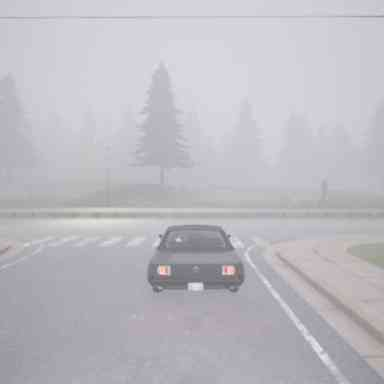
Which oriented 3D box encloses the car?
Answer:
[{"bbox_3d":[0.068,1.465,8.490,1.895,1.301,4.718,0,1,0],"label":"car"}]
